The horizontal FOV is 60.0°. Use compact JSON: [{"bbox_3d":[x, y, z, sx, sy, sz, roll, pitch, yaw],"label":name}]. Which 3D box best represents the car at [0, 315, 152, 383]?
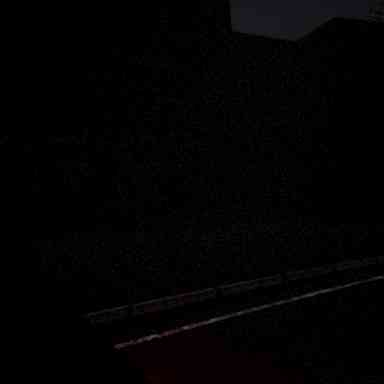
[{"bbox_3d":[-2.599,1.597,1.730,4.718,1.301,1.895,0,0,-35],"label":"car"}]
